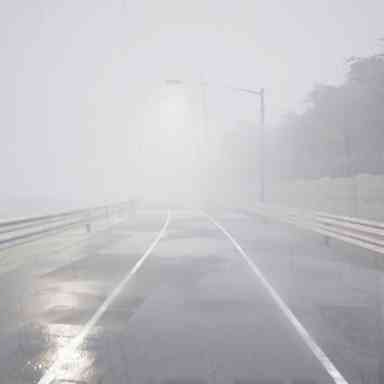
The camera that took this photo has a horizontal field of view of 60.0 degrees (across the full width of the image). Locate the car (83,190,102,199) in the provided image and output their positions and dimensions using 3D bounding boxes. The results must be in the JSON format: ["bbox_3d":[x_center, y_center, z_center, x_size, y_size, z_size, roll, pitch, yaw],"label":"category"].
[{"bbox_3d":[-24.223,0.967,79.601,2.033,1.411,5.357,0,3,8],"label":"car"}]

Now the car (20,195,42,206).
[{"bbox_3d":[-29.905,1.525,64.025,2.150,2.045,5.566,0,3,8],"label":"car"}]

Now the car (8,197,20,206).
[{"bbox_3d":[-33.377,1.805,64.487,2.128,1.511,4.902,0,3,8],"label":"car"}]

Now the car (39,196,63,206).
[{"bbox_3d":[-26.442,1.824,63.526,1.837,1.490,4.892,0,3,8],"label":"car"}]
